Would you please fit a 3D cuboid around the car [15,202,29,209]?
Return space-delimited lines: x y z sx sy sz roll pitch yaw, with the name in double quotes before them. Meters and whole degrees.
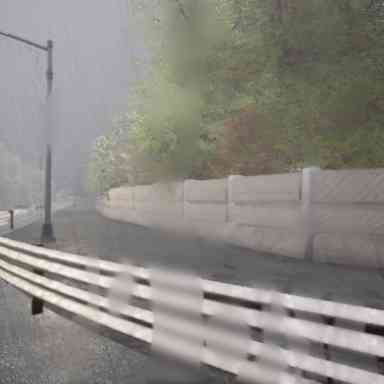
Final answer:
"car" -32.253 2.573 63.071 1.895 1.301 4.718 1 -1 -18

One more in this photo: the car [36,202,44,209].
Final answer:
"car" -29.115 2.626 64.747 1.812 1.442 4.674 1 -1 -18
